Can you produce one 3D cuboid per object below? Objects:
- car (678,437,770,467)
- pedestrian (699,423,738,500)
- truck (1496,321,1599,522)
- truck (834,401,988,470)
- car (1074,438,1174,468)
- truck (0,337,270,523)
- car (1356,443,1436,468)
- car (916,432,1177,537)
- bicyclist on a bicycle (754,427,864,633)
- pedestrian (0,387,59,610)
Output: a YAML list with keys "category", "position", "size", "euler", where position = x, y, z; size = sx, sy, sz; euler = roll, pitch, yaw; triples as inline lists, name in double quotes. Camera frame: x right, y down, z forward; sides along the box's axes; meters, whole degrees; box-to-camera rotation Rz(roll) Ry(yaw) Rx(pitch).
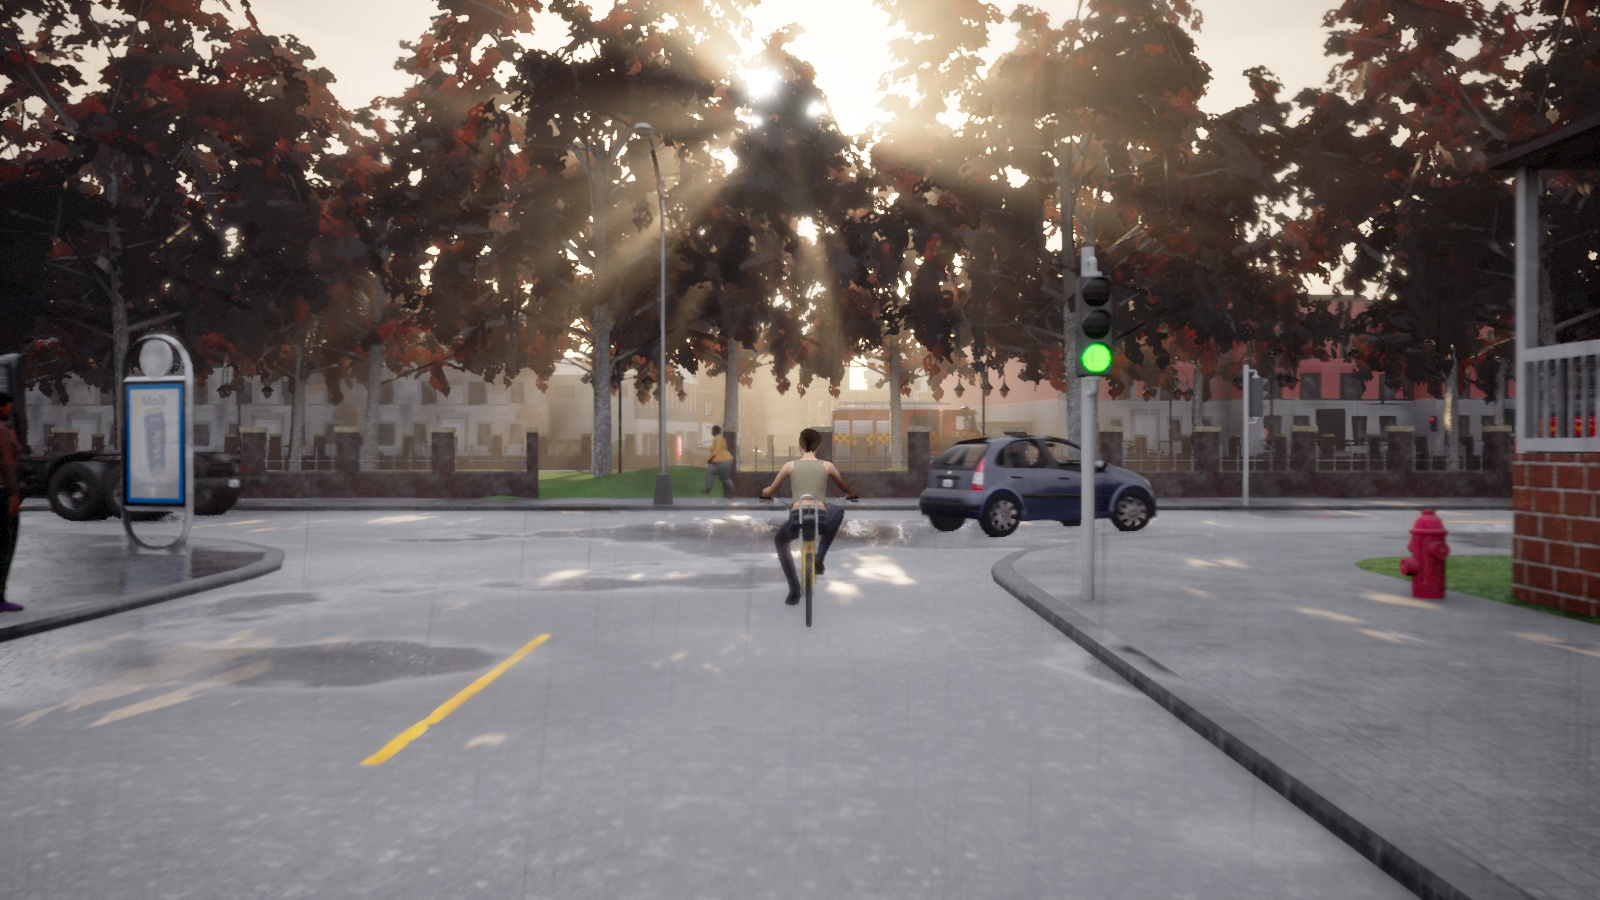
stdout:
- category: "car"
  position: [-4.228, 0.123, 70.810]
  size: [5.027, 1.651, 2.152]
  euler: [0, 0, 1]
- category: "pedestrian"
  position: [-1.998, 0.281, 30.856]
  size: [0.900, 1.855, 0.874]
  euler: [0, 0, 0]
- category: "truck"
  position: [19.132, -0.546, 25.500]
  size: [8.468, 3.827, 2.891]
  euler: [0, 0, -3]
- category: "truck"
  position: [6.161, -0.812, 70.753]
  size: [8.468, 3.827, 2.891]
  euler: [0, 0, 0]
- category: "car"
  position: [18.197, 0.141, 70.701]
  size: [5.027, 1.651, 2.152]
  euler: [0, 0, 0]
- category: "truck"
  position: [-15.212, -0.391, 25.388]
  size: [7.936, 3.462, 2.891]
  euler: [0, 0, 8]
- category: "car"
  position: [35.377, 0.320, 74.611]
  size: [3.806, 1.475, 1.970]
  euler: [0, 0, 1]
- category: "car"
  position: [4.135, 0.529, 21.048]
  size: [3.988, 1.617, 1.851]
  euler: [0, 0, -26]
- category: "bicyclist on a bicycle"
  position: [0.075, 0.623, 10.583]
  size: [0.866, 1.612, 1.509]
  euler: [0, 0, 0]
- category: "pedestrian"
  position: [-6.603, 0.393, 10.278]
  size: [0.328, 1.805, 0.869]
  euler: [0, 0, 30]
